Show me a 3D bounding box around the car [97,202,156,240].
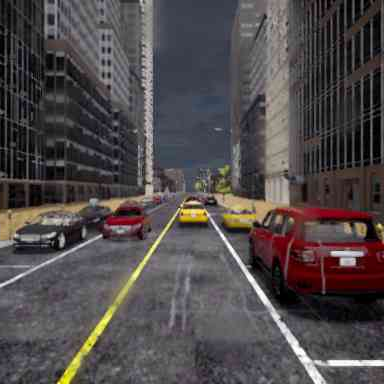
[{"bbox_3d":[-3.093,1.445,16.654,1.812,1.442,4.674,0,0,0],"label":"car"}]

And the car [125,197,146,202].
[{"bbox_3d":[-5.694,1.428,30.917,1.802,1.307,4.206,0,0,0],"label":"car"}]

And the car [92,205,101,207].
[{"bbox_3d":[-5.692,1.471,19.534,1.947,1.339,4.313,0,0,0],"label":"car"}]

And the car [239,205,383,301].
[{"bbox_3d":[2.693,1.276,8.139,2.192,1.841,5.009,0,0,0],"label":"car"}]

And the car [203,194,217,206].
[{"bbox_3d":[2.682,1.320,47.984,1.947,1.339,4.313,0,0,0],"label":"car"}]

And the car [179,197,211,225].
[{"bbox_3d":[0.094,1.344,22.738,1.801,1.575,5.366,0,0,0],"label":"car"}]

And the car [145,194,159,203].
[{"bbox_3d":[-5.697,1.336,42.302,2.008,1.369,4.403,0,0,0],"label":"car"}]

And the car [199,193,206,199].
[{"bbox_3d":[2.673,1.051,87.997,1.752,1.417,4.829,0,0,0],"label":"car"}]

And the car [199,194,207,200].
[{"bbox_3d":[2.674,1.143,82.135,1.802,1.307,4.206,0,0,0],"label":"car"}]

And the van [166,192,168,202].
[{"bbox_3d":[-5.700,1.032,59.378,1.690,1.788,3.998,0,0,0],"label":"van"}]

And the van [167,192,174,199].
[{"bbox_3d":[-5.707,0.868,87.839,1.690,1.788,3.998,0,0,0],"label":"van"}]

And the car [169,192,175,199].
[{"bbox_3d":[-5.706,1.001,82.146,1.967,1.590,4.097,0,0,0],"label":"car"}]

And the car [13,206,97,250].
[{"bbox_3d":[-5.690,1.484,13.841,2.008,1.369,4.403,0,0,0],"label":"car"}]

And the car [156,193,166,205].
[{"bbox_3d":[-5.700,1.268,53.687,1.887,1.381,4.507,0,0,0],"label":"car"}]

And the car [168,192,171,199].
[{"bbox_3d":[-5.703,1.241,65.072,1.802,1.307,4.206,0,0,0],"label":"car"}]

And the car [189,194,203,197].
[{"bbox_3d":[0.090,1.268,41.307,1.882,1.535,5.008,0,1,0],"label":"car"}]

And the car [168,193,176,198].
[{"bbox_3d":[-5.709,1.059,93.532,1.947,1.339,4.313,0,0,0],"label":"car"}]

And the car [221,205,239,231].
[{"bbox_3d":[2.689,1.429,19.693,1.752,1.417,4.829,0,0,0],"label":"car"}]
